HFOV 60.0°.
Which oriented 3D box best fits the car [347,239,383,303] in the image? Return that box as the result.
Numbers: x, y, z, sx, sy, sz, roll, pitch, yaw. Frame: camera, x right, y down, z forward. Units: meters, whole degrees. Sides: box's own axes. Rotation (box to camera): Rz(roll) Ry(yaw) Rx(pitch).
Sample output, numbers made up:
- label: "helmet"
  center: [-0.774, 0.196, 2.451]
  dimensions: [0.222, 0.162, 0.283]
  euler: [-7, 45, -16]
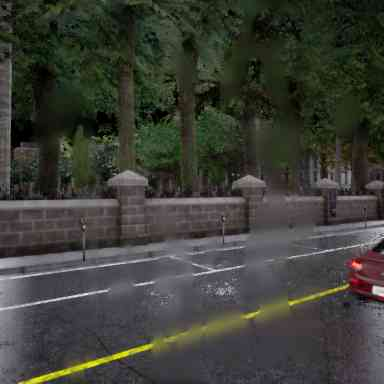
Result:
- label: "car"
  center: [5.084, 1.524, 6.948]
  dimensions: [4.674, 1.442, 1.812]
  euler: [0, 0, -35]
